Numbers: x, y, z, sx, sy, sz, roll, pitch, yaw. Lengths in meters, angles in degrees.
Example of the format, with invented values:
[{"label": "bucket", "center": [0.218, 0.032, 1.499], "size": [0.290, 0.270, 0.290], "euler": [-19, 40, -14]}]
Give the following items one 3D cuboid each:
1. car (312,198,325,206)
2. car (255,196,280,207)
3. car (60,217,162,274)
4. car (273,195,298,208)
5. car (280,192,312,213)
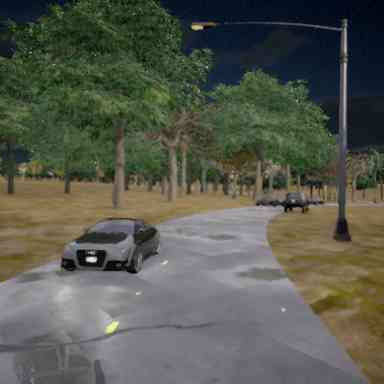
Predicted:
[{"label": "car", "center": [22.262, 1.747, 59.850], "size": [1.895, 1.301, 4.718], "euler": [2, 1, 43]}, {"label": "car", "center": [10.987, 1.470, 49.138], "size": [2.033, 1.411, 5.357], "euler": [1, 0, 31]}, {"label": "car", "center": [-2.272, 1.498, 10.335], "size": [1.994, 1.385, 4.181], "euler": [0, 0, 8]}, {"label": "car", "center": [13.711, 1.339, 48.507], "size": [2.097, 1.767, 4.553], "euler": [2, 0, 36]}, {"label": "car", "center": [11.698, 1.071, 37.183], "size": [2.150, 2.045, 5.566], "euler": [1, 0, 25]}]
